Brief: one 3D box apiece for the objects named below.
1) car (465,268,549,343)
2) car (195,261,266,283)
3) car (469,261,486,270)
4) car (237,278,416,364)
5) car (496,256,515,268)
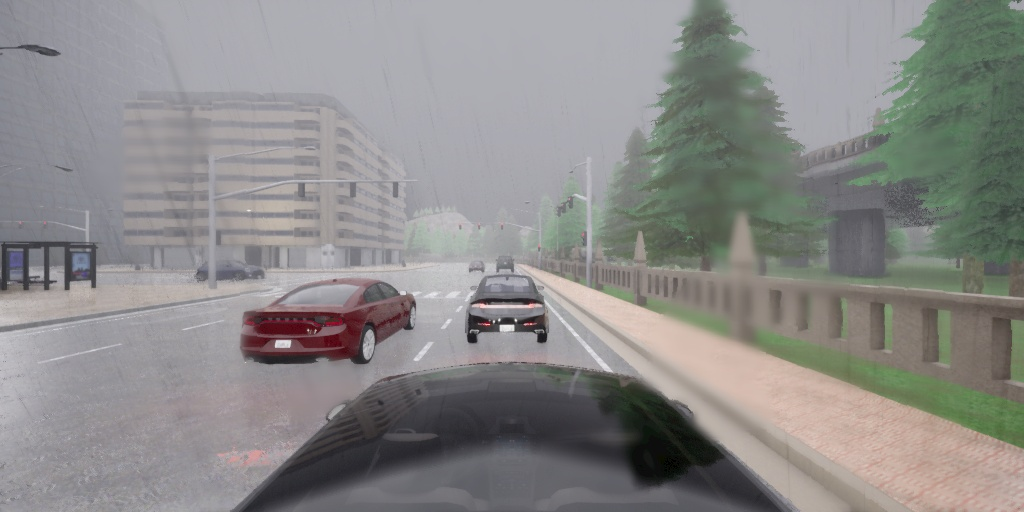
[{"bbox_3d":[-0.128,1.242,9.656,2.128,1.511,4.902,0,0,-1],"label":"car"},{"bbox_3d":[-22.298,1.158,28.573,4.553,1.767,2.097,0,0,0],"label":"car"},{"bbox_3d":[-4.370,1.298,44.991,2.033,1.411,5.357,0,0,-1],"label":"car"},{"bbox_3d":[-3.596,1.228,8.095,1.882,1.535,5.008,0,0,0],"label":"car"},{"bbox_3d":[-0.866,0.971,45.258,2.150,2.045,5.566,0,0,-1],"label":"car"}]
